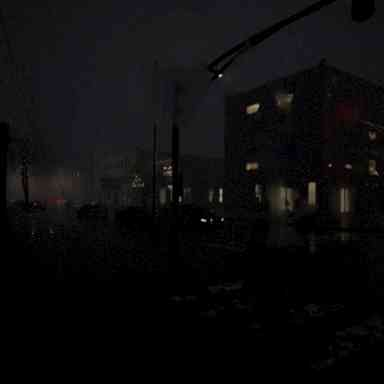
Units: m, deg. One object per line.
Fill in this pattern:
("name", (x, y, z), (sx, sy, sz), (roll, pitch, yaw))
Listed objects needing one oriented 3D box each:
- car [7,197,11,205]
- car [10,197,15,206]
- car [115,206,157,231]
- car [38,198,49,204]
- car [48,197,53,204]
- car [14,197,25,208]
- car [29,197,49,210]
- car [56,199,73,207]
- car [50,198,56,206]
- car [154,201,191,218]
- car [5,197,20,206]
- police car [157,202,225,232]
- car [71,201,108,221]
("car", (-35.310, 2.119, 66.610), (1.947, 1.339, 4.313), (1, -1, -35))
("car", (-32.128, 2.069, 62.084), (1.947, 1.339, 4.313), (1, -1, -35))
("car", (-3.346, 1.604, 20.917), (1.887, 1.381, 4.507), (1, -1, -35))
("car", (-38.098, 2.381, 85.145), (1.752, 1.417, 4.829), (1, -1, -35))
("car", (-34.817, 2.118, 80.482), (2.192, 1.841, 5.009), (1, -1, -35))
("car", (-29.128, 2.000, 57.804), (1.887, 1.381, 4.507), (1, -1, -35))
("car", (-22.710, 1.879, 48.582), (1.752, 1.417, 4.829), (1, -1, -35))
("car", (-25.272, 2.092, 66.902), (1.967, 1.590, 4.097), (1, -1, -35))
("car", (-28.454, 2.284, 71.427), (1.802, 1.307, 4.206), (1, -1, -35))
("car", (-2.088, 1.740, 34.149), (1.967, 1.590, 4.097), (1, -1, -35))
("car", (-38.492, 1.918, 71.139), (2.192, 1.841, 5.009), (1, -1, -35))
("police car", (0.075, 1.602, 20.967), (2.038, 1.542, 4.974), (1, -1, -35))
("car", (-8.524, 1.718, 28.280), (1.802, 1.307, 4.206), (1, -1, -35))
